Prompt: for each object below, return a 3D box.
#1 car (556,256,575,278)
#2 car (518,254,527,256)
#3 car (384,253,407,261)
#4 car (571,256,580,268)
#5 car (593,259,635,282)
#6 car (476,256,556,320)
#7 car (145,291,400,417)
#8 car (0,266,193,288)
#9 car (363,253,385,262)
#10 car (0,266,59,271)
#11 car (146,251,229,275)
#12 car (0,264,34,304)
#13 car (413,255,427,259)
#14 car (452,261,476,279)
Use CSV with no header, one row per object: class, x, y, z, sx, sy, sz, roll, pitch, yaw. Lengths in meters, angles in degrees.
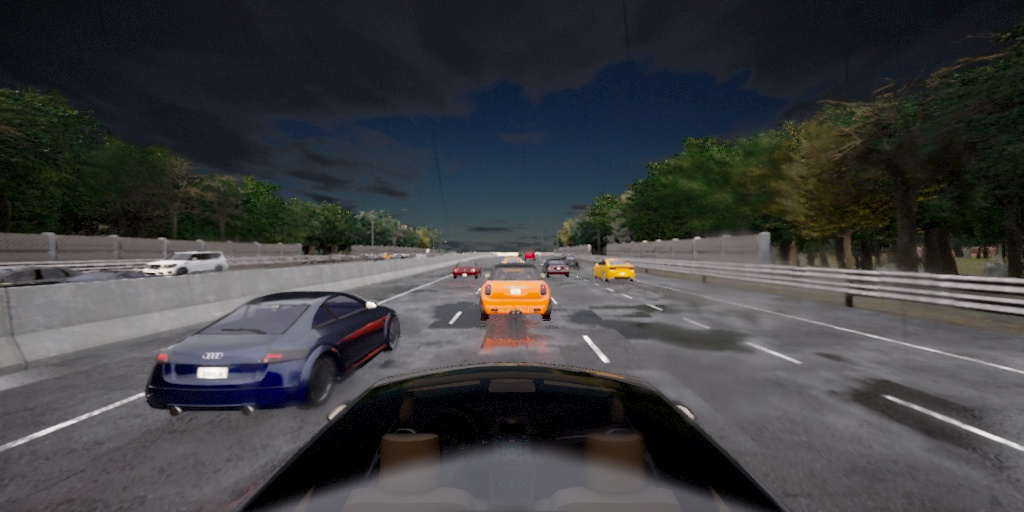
car,3.510,0.967,29.441,2.033,1.411,5.357,0,1,0
car,0.111,0.870,31.259,1.882,1.535,5.008,0,1,0
car,-17.542,0.561,55.219,1.994,1.385,4.181,0,1,0
car,7.116,0.712,44.470,1.812,1.442,4.674,0,1,0
car,7.104,0.953,25.435,1.882,1.535,5.008,0,1,0
car,0.104,1.000,12.255,2.097,1.767,4.553,0,1,0
car,-3.397,1.276,6.076,1.994,1.385,4.181,0,1,0
car,-14.095,1.209,12.515,1.994,1.385,4.181,0,1,0
car,-21.031,0.545,55.182,2.033,1.411,5.357,0,1,1
car,-17.595,1.149,12.566,1.837,1.490,4.892,0,1,0
car,-24.586,0.670,27.384,2.150,2.045,5.566,0,1,0
car,-21.095,1.136,12.561,2.128,1.511,4.902,0,1,0
car,-14.044,0.523,55.195,1.812,1.442,4.674,0,1,0
car,-3.390,1.041,27.959,1.895,1.301,4.718,0,1,0
